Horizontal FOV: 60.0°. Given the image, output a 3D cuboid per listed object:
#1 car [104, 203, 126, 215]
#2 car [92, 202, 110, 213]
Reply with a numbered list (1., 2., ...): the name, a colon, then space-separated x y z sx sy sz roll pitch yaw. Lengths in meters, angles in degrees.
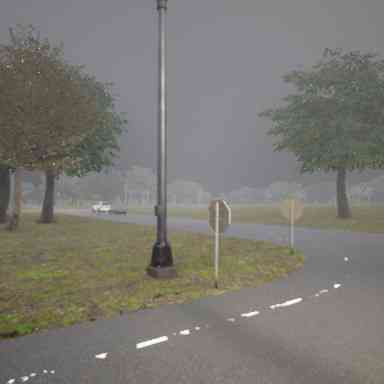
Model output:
1. car: -12.354 3.014 54.825 1.994 1.385 4.181 2 -2 -32
2. car: -16.666 2.800 61.269 2.150 2.045 5.566 2 -2 -34
